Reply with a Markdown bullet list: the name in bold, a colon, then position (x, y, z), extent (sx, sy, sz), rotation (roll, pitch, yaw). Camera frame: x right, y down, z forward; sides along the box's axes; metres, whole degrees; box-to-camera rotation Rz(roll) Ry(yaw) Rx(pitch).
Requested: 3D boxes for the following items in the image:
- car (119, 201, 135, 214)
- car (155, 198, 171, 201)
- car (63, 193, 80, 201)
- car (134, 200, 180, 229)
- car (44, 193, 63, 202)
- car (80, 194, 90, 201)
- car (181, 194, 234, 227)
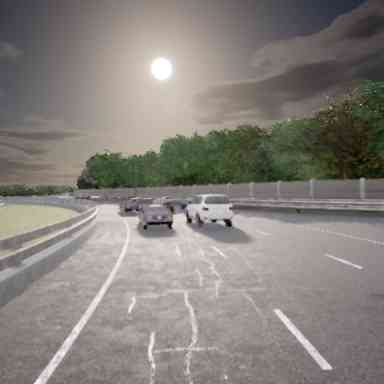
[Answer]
- **car**: position (-6.556, 1.571, 35.429), extent (1.895, 1.301, 4.718), rotation (-1, 0, -20)
- **car**: position (-3.384, 1.439, 36.931), extent (1.837, 1.490, 4.892), rotation (-1, 1, -20)
- **car**: position (-28.272, 1.175, 75.226), extent (5.566, 2.045, 2.150), rotation (0, 0, 44)
- **car**: position (-2.410, 1.513, 21.652), extent (2.033, 1.411, 5.357), rotation (-1, 0, -13)
- **car**: position (-30.710, 1.462, 72.719), extent (5.008, 1.535, 1.882), rotation (0, 0, 44)
- **car**: position (-25.526, 1.271, 77.466), extent (2.097, 1.767, 4.553), rotation (-1, 0, -43)
- **car**: position (1.052, 1.149, 22.239), extent (2.150, 2.045, 5.566), rotation (-1, 0, -12)
